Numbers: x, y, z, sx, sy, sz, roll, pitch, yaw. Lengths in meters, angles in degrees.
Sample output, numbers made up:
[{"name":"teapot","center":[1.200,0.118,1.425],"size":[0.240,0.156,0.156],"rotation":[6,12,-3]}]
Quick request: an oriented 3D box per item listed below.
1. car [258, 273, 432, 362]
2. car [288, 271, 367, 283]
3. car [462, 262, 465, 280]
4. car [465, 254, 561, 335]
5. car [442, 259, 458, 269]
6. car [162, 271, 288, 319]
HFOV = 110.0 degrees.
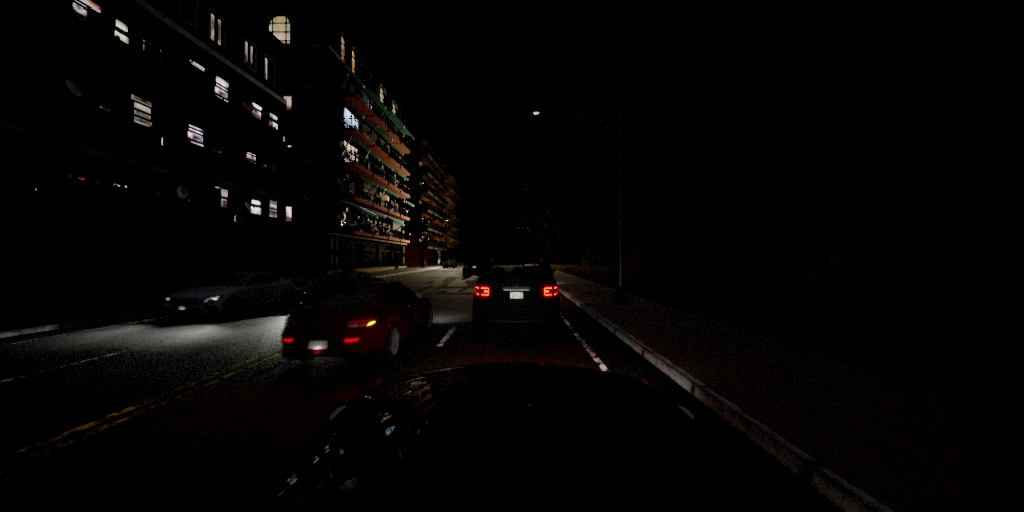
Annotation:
[{"name":"car","center":[-3.135,1.277,8.107],"size":[1.812,1.442,4.674],"rotation":[0,0,0]},{"name":"car","center":[-6.565,1.315,14.350],"size":[1.994,1.385,4.181],"rotation":[0,0,0]},{"name":"car","center":[-3.067,0.975,31.934],"size":[2.150,2.045,5.566],"rotation":[0,0,0]},{"name":"car","center":[0.118,0.973,10.704],"size":[2.150,2.045,5.566],"rotation":[0,0,0]},{"name":"car","center":[-9.688,1.254,56.365],"size":[1.837,1.490,4.892],"rotation":[0,0,0]},{"name":"car","center":[-9.807,1.277,12.981],"size":[1.812,1.442,4.674],"rotation":[0,0,0]}]
